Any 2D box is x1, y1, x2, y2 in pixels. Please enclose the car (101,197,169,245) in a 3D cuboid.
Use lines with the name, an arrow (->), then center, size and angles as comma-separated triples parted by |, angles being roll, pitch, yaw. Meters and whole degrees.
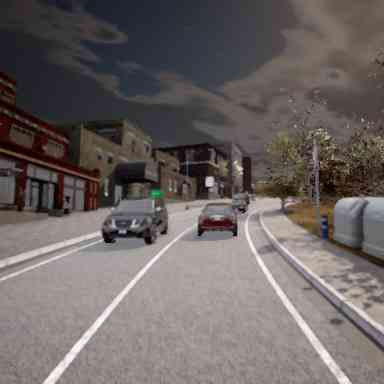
car -> -2.531, 1.283, 16.286 | 2.150, 2.045, 5.566 | -1, 0, 6

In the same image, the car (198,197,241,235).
car -> 1.559, 1.384, 18.997 | 2.097, 1.767, 4.553 | -1, 0, 7

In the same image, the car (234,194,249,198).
car -> 8.350, 1.336, 57.052 | 2.150, 2.045, 5.566 | -2, -1, 24

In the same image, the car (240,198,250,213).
car -> 5.127, 1.638, 36.634 | 1.895, 1.301, 4.718 | -1, 0, 15
